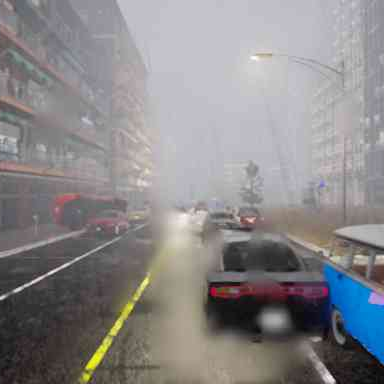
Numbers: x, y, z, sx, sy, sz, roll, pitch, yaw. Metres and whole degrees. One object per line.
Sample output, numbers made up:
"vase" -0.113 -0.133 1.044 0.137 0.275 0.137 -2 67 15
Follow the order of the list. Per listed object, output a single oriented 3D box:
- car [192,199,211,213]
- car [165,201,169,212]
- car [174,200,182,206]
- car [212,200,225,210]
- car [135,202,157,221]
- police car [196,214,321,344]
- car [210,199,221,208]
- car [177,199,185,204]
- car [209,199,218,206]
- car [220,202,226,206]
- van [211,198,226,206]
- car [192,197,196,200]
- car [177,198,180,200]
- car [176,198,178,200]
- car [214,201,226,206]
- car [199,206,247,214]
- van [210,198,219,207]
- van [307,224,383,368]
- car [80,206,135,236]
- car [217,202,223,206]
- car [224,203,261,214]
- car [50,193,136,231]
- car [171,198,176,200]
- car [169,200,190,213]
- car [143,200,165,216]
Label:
"car" 1.277 2.007 43.879 1.837 1.490 4.892 -1 0 2
"car" -4.479 2.086 42.651 2.008 1.369 4.403 -1 -1 2
"car" -3.415 2.594 81.318 1.802 1.307 4.206 -1 -1 2
"car" 4.206 2.120 53.638 1.752 1.417 4.829 -1 -1 2
"car" -4.789 1.930 31.433 1.752 1.417 4.829 -1 -1 2
"police car" 1.134 1.494 6.908 1.930 1.638 5.238 -1 -1 2
"car" 4.504 2.169 64.518 1.967 1.590 4.097 -1 -1 2
"car" -3.111 2.719 92.367 1.947 1.339 4.313 -1 -1 2
"car" 4.813 2.394 75.735 1.752 1.417 4.829 -1 -1 2
"car" 3.445 1.796 26.018 1.752 1.417 4.829 -1 -1 2
"van" 4.046 1.868 47.947 1.690 1.788 3.998 -1 -1 2
"car" 1.609 2.009 56.816 2.097 1.767 4.553 -1 -1 2
"car" -3.871 2.348 64.747 1.887 1.381 4.507 -1 -1 2
"car" -4.023 2.301 59.222 1.947 1.339 4.313 -1 -1 2
"car" 3.745 1.978 36.896 1.802 1.307 4.206 -1 -1 2
"car" 1.406 1.686 16.793 1.837 1.490 4.892 -1 -1 2
"van" 4.654 2.139 70.045 1.690 1.788 3.998 -1 -1 2
"van" 2.831 1.360 3.753 1.690 1.788 3.998 -1 -1 2
"car" -5.088 1.825 20.554 1.887 1.381 4.507 -1 -1 2
"car" 3.594 1.914 31.372 1.802 1.307 4.206 -1 -1 2
"car" 3.288 1.645 20.325 1.967 1.590 4.097 -1 -1 2
"car" -6.738 1.279 22.373 2.045 2.150 5.566 16 4 31
"car" -4.177 2.108 53.699 1.967 1.590 4.097 -1 -1 2
"car" -1.701 2.148 45.633 1.895 1.301 4.718 -1 -1 2
"car" -4.635 1.786 37.129 2.192 1.841 5.009 -1 -1 2
